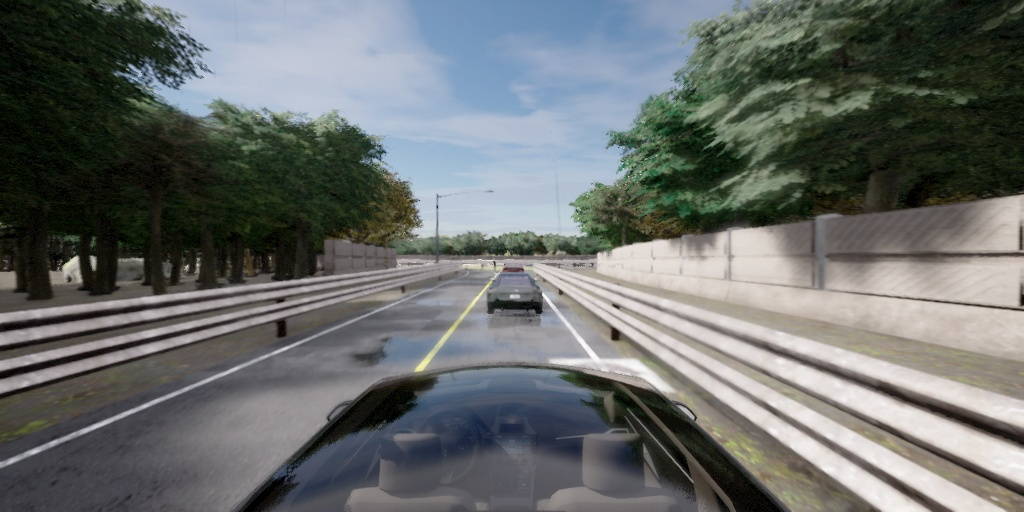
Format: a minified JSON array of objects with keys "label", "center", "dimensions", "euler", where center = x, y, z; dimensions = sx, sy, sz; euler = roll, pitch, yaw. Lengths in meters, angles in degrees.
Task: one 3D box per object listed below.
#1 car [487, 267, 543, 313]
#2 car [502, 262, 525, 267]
[{"label":"car","center":[0.104,1.313,13.949],"dimensions":[1.994,1.385,4.181],"euler":[0,0,0]},{"label":"car","center":[0.126,1.288,31.621],"dimensions":[1.882,1.535,5.008],"euler":[1,0,0]}]
